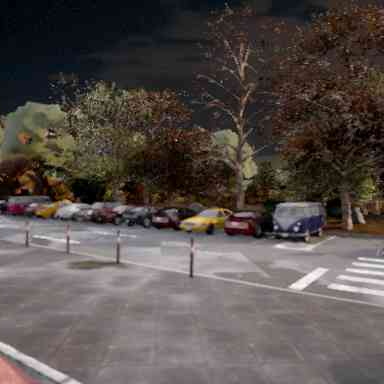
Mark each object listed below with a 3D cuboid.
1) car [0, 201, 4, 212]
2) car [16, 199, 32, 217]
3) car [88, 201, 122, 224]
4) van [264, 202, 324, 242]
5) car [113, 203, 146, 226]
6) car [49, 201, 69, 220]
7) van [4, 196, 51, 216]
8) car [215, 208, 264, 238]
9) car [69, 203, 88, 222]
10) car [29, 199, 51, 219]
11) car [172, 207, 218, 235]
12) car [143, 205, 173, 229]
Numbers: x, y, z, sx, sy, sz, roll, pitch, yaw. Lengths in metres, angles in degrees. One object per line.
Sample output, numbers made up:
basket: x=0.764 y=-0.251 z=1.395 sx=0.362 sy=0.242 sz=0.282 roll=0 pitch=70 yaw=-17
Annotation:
car: x=-21.189 y=1.684 z=37.789 sx=2.163 sy=1.488 sz=4.792 roll=0 pitch=0 yaw=35
car: x=-14.392 y=1.726 z=32.983 sx=2.002 sy=1.452 sz=4.674 roll=0 pitch=0 yaw=35
car: x=-5.339 y=1.732 z=26.552 sx=2.097 sy=1.535 sz=5.008 roll=0 pitch=0 yaw=35
van: x=5.895 y=1.569 z=18.406 sx=1.878 sy=1.987 sz=4.442 roll=0 pitch=0 yaw=35
car: x=-3.085 y=1.745 z=24.933 sx=2.231 sy=1.521 sz=4.892 roll=0 pitch=0 yaw=35
car: x=-9.867 y=1.749 z=29.764 sx=2.002 sy=1.452 sz=4.674 roll=0 pitch=0 yaw=35
van: x=-16.582 y=1.450 z=34.689 sx=1.878 sy=1.987 sz=4.442 roll=0 pitch=0 yaw=35
car: x=3.719 y=1.812 z=20.135 sx=2.163 sy=1.488 sz=4.792 roll=0 pitch=0 yaw=35
car: x=-7.586 y=1.595 z=28.182 sx=2.185 sy=1.767 sz=4.553 roll=0 pitch=0 yaw=35
car: x=-12.130 y=1.697 z=31.371 sx=2.097 sy=1.535 sz=5.008 roll=0 pitch=0 yaw=35
car: x=1.332 y=1.766 z=21.569 sx=1.946 sy=1.575 sz=5.366 roll=0 pitch=0 yaw=35
car: x=-0.804 y=1.786 z=23.353 sx=2.163 sy=1.488 sz=4.792 roll=0 pitch=0 yaw=35
